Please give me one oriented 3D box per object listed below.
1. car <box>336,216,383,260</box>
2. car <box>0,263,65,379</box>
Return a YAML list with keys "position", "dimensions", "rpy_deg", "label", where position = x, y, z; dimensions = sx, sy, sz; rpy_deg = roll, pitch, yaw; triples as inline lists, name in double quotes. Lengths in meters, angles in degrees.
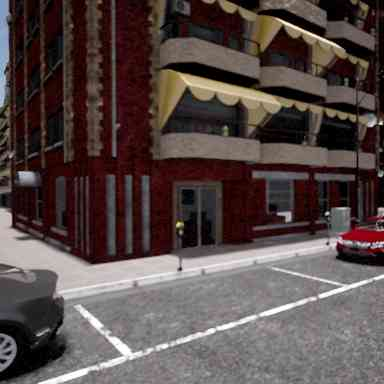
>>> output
- position: [6.673, 1.507, 11.383]
  dimensions: [4.206, 1.307, 1.802]
  rpy_deg: [0, 0, -36]
  label: "car"
- position: [-3.813, 1.557, 3.841]
  dimensions: [4.403, 1.369, 2.008]
  rpy_deg: [0, 0, -36]
  label: "car"
